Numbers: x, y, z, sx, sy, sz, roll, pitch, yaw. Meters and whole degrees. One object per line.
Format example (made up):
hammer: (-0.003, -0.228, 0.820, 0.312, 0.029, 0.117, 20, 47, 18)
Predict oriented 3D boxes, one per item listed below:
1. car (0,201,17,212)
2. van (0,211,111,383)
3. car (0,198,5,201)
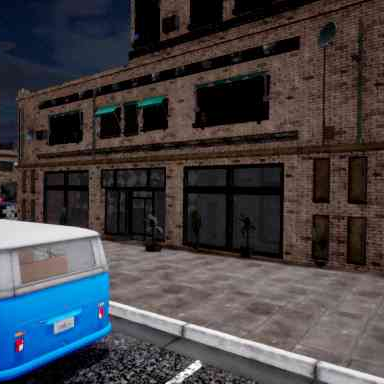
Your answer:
car: (-16.147, 1.793, 31.289, 1.947, 1.339, 4.313, 0, 0, 36)
van: (-3.021, 1.340, 5.016, 3.998, 1.788, 1.690, 0, 1, 36)
car: (-20.082, 1.712, 35.707, 1.994, 1.385, 4.181, 1, 0, 36)
